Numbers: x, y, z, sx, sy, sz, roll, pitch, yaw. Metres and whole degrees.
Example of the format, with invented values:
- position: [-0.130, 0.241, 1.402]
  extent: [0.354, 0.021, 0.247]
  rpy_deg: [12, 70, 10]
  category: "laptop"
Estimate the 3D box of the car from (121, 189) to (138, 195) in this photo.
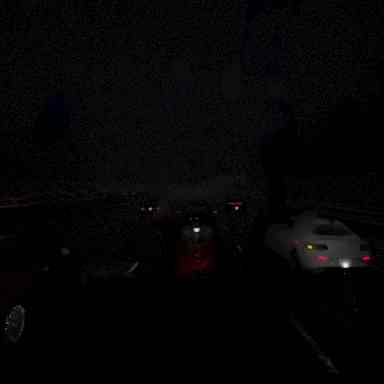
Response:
- position: [-12.050, 0.287, 66.079]
  extent: [2.097, 1.767, 4.553]
  rpy_deg: [0, 1, 3]
  category: "car"

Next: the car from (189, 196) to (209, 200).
- position: [0.663, 1.112, 33.951]
  extent: [1.882, 1.535, 5.008]
  rpy_deg: [0, 1, 2]
  category: "car"

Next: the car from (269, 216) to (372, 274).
- position: [3.671, 1.464, 10.201]
  extent: [1.812, 1.442, 4.674]
  rpy_deg: [0, 0, 1]
  category: "car"

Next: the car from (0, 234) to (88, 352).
- position: [-3.373, 1.493, 5.985]
  extent: [1.812, 1.442, 4.674]
  rpy_deg: [0, 1, 1]
  category: "car"

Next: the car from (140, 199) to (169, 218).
- position: [-3.028, 1.290, 27.318]
  extent: [2.033, 1.411, 5.357]
  rpy_deg: [0, 1, 1]
  category: "car"

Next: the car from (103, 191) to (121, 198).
- position: [-15.542, 0.524, 66.226]
  extent: [1.895, 1.301, 4.718]
  rpy_deg: [0, 1, 3]
  category: "car"

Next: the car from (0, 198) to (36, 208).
- position: [-13.769, 1.244, 25.370]
  extent: [1.882, 1.535, 5.008]
  rpy_deg: [0, 1, 1]
  category: "car"

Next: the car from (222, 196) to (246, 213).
- position: [4.120, 1.167, 32.487]
  extent: [1.837, 1.490, 4.892]
  rpy_deg: [0, 1, 2]
  category: "car"

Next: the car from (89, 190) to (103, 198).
- position: [-19.034, 0.446, 66.453]
  extent: [2.128, 1.511, 4.902]
  rpy_deg: [0, 1, 3]
  category: "car"

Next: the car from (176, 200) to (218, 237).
- position: [0.257, 1.381, 17.046]
  extent: [1.837, 1.490, 4.892]
  rpy_deg: [0, 1, 1]
  category: "car"
